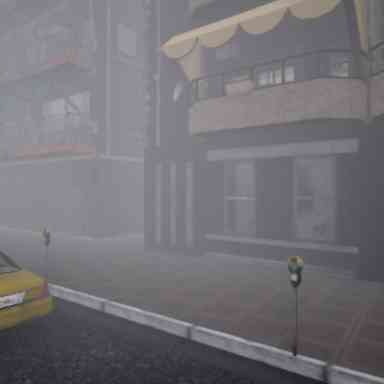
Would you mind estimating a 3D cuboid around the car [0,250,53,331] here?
[{"bbox_3d":[-4.501,1.515,6.085,4.829,1.417,1.752,0,0,36],"label":"car"}]
